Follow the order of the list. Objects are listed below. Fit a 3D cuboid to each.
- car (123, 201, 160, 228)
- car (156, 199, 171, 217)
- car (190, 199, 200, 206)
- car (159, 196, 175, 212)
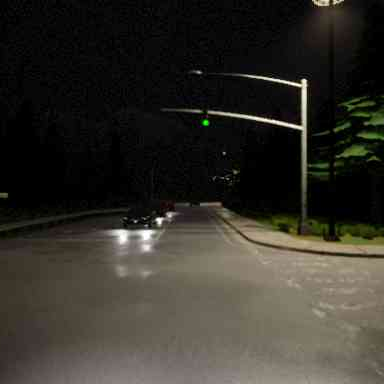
[{"bbox_3d":[-3.635,1.664,23.752,1.837,1.490,4.892,0,0,0],"label":"car"},{"bbox_3d":[-3.636,1.777,34.199,2.033,1.411,5.357,0,0,0],"label":"car"},{"bbox_3d":[0.542,1.963,62.217,2.033,1.411,5.357,0,0,2],"label":"car"},{"bbox_3d":[-3.507,1.522,44.832,2.150,2.045,5.566,0,0,1],"label":"car"}]
